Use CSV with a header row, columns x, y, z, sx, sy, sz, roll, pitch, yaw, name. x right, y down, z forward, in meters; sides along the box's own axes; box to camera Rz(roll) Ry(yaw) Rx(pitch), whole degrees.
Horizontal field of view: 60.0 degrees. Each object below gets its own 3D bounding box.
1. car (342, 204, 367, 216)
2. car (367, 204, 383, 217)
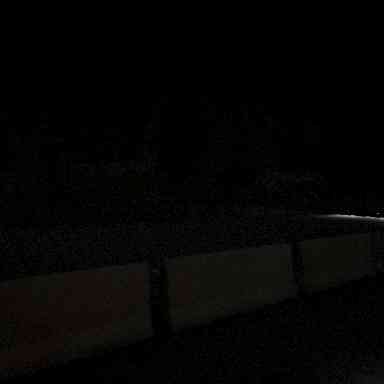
x,y,z,sx,sy,sz,roll,pitch,yaw,name
19.616,2.074,39.466,4.181,1.385,1.994,2,-1,-35,car
21.579,2.033,36.571,4.674,1.442,1.812,2,-1,-35,car
